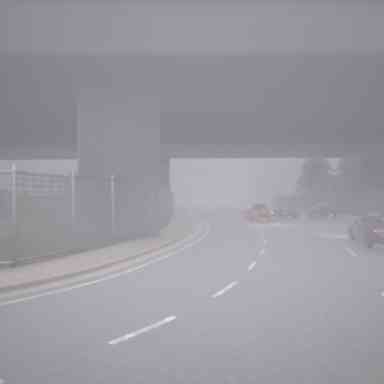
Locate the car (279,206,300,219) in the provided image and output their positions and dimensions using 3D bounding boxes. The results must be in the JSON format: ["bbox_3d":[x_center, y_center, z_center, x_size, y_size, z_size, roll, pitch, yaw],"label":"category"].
[{"bbox_3d":[9.806,2.178,35.588,1.895,1.301,4.718,-1,-1,-2],"label":"car"}]

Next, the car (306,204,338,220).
[{"bbox_3d":[13.292,2.015,34.301,1.837,1.490,4.892,-1,-1,-1],"label":"car"}]

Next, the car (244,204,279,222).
[{"bbox_3d":[6.385,1.913,31.891,2.097,1.767,4.553,-1,-1,-2],"label":"car"}]

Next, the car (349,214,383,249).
[{"bbox_3d":[8.660,1.724,15.377,1.812,1.442,4.674,-1,-1,13],"label":"car"}]
